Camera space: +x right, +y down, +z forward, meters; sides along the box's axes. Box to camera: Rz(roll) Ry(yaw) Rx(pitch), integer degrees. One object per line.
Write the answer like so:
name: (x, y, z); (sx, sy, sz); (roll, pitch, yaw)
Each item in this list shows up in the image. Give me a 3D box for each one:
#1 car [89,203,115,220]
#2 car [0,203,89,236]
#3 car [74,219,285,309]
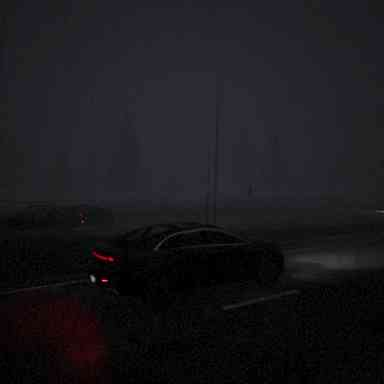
car: (-7.381, 1.472, 21.656); (4.674, 1.442, 1.812); (0, 0, -15)
car: (-8.284, 1.450, 17.843); (4.902, 1.511, 2.128); (0, 0, -14)
car: (0.081, 1.469, 7.825); (4.902, 1.511, 2.128); (0, 0, -33)
